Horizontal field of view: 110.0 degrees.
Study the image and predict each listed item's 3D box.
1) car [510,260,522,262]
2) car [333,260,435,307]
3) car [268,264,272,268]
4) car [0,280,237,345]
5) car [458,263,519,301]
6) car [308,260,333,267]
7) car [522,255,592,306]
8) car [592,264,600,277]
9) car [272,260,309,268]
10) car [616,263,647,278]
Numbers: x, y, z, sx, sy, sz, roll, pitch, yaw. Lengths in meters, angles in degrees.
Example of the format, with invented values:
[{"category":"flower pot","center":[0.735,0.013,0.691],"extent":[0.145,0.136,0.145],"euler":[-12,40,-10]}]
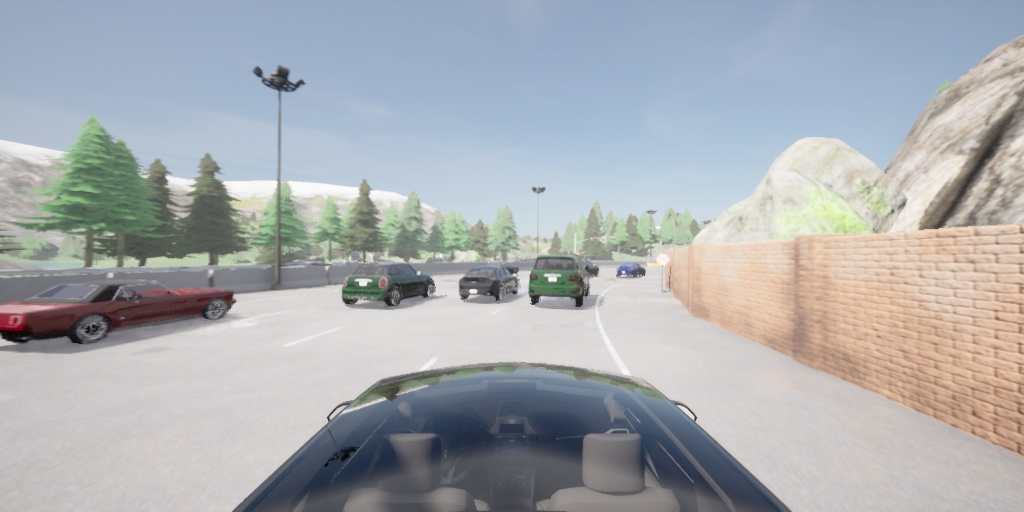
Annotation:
[{"category":"car","center":[-1.189,1.313,34.799],"extent":[1.895,1.301,4.718],"euler":[1,0,29]},{"category":"car","center":[-5.061,1.043,15.341],"extent":[2.097,1.767,4.553],"euler":[1,0,12]},{"category":"car","center":[-23.129,1.104,38.270],"extent":[1.895,1.301,4.718],"euler":[1,0,25]},{"category":"car","center":[-9.744,1.253,9.136],"extent":[1.895,1.301,4.718],"euler":[1,0,6]},{"category":"car","center":[-0.979,1.233,17.315],"extent":[1.837,1.490,4.892],"euler":[0,0,15]},{"category":"car","center":[-14.749,1.113,31.228],"extent":[1.812,1.442,4.674],"euler":[0,0,23]},{"category":"car","center":[2.240,0.981,16.121],"extent":[2.150,2.045,5.566],"euler":[0,0,15]},{"category":"car","center":[6.796,1.140,34.361],"extent":[2.097,1.767,4.553],"euler":[1,0,32]},{"category":"car","center":[-18.223,1.155,32.059],"extent":[1.895,1.301,4.718],"euler":[1,0,22]},{"category":"car","center":[11.843,1.360,35.537],"extent":[1.812,1.442,4.674],"euler":[0,0,36]}]
